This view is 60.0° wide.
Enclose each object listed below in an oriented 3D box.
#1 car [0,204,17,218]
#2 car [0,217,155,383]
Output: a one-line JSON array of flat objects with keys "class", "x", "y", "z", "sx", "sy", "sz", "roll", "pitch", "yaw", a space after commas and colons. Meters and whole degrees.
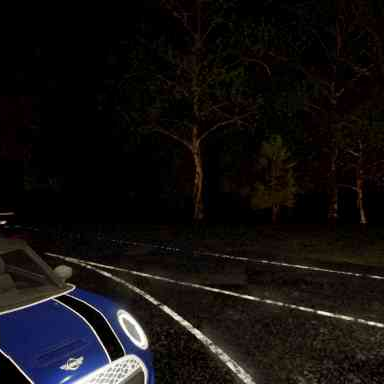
[{"class": "car", "x": -11.931, "y": 1.382, "z": 19.104, "sx": 4.902, "sy": 1.511, "sz": 2.128, "roll": 0, "pitch": 0, "yaw": 37}, {"class": "car", "x": -2.570, "y": 1.338, "z": 3.717, "sx": 4.553, "sy": 1.767, "sz": 2.097, "roll": 1, "pitch": 0, "yaw": 36}]
